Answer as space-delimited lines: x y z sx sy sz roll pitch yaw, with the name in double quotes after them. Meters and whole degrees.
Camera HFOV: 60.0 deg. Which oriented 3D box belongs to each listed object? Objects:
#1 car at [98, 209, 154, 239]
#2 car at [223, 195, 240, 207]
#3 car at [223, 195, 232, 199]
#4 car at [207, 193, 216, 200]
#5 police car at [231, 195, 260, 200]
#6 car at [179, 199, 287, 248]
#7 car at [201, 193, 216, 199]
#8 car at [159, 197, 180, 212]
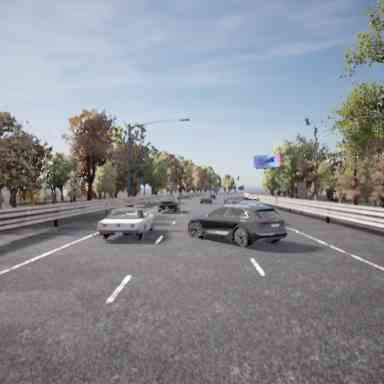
-3.058 1.473 16.482 1.895 1.301 4.718 0 0 2 "car"
5.213 1.168 44.508 2.128 1.511 4.902 0 0 4 "car"
4.557 1.103 33.619 2.097 1.767 4.553 0 0 3 "car"
4.624 0.968 77.479 1.837 1.490 4.892 0 0 7 "car"
4.061 1.251 22.893 1.930 1.638 5.238 0 0 2 "police car"
1.795 1.318 14.384 2.033 1.649 4.856 0 1 -37 "car"
2.370 1.160 54.065 2.033 1.411 5.357 0 0 5 "car"
-2.288 1.250 34.406 1.837 1.490 4.892 0 0 3 "car"
